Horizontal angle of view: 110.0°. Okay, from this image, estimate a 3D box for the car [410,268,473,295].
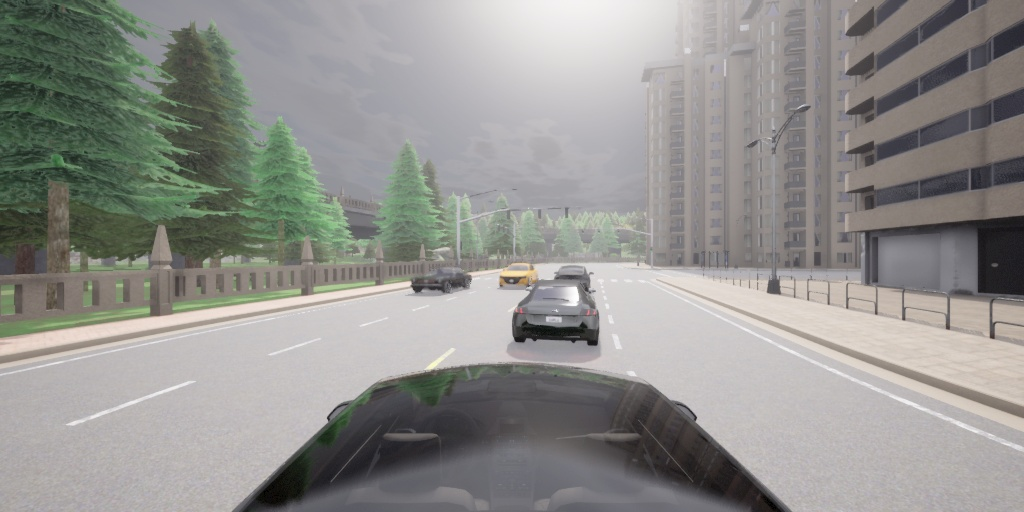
[{"bbox_3d":[-3.864,1.351,20.322,1.895,1.301,4.718,0,0,13],"label":"car"}]

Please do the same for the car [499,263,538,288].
[{"bbox_3d":[0.545,1.227,23.732,1.882,1.535,5.008,0,0,13],"label":"car"}]

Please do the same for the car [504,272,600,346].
[{"bbox_3d":[1.262,1.314,9.559,1.994,1.385,4.181,0,0,11],"label":"car"}]

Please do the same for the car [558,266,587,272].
[{"bbox_3d":[3.305,1.255,19.365,1.837,1.490,4.892,0,0,12],"label":"car"}]
